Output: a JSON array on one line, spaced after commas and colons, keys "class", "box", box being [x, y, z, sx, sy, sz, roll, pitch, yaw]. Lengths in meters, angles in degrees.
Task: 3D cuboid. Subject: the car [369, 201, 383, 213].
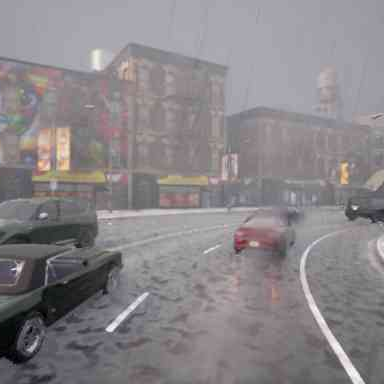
[{"class": "car", "box": [24.026, 1.806, 40.771, 4.674, 1.442, 1.812, 1, 0, -30]}]

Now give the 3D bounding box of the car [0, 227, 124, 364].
[{"class": "car", "box": [-2.807, 1.588, 5.866, 1.895, 1.301, 4.718, 0, 0, 8]}]

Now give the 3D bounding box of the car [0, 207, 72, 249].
[{"class": "car", "box": [-7.944, 1.506, 14.673, 2.033, 1.411, 5.357, 0, 0, 19]}]

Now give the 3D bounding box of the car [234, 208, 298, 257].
[{"class": "car", "box": [2.967, 1.576, 13.225, 1.812, 1.442, 4.674, 0, 0, 22]}]

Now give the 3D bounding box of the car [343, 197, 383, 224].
[{"class": "car", "box": [14.755, 1.397, 26.983, 5.566, 2.045, 2.150, 1, 0, -33]}]

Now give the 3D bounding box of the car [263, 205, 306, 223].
[{"class": "car", "box": [6.488, 1.648, 24.778, 2.033, 1.411, 5.357, 0, 0, 45]}]

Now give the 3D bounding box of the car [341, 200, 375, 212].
[{"class": "car", "box": [21.724, 1.830, 43.483, 4.181, 1.385, 1.994, 1, 0, -30]}]

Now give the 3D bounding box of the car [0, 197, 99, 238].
[{"class": "car", "box": [-5.352, 1.196, 11.265, 2.150, 2.045, 5.566, 0, 0, 17]}]
